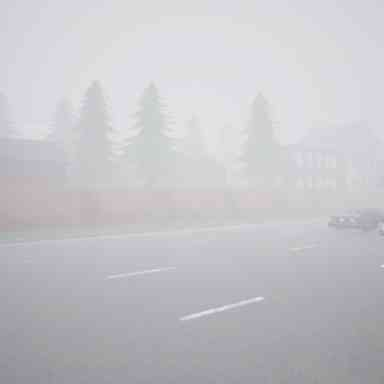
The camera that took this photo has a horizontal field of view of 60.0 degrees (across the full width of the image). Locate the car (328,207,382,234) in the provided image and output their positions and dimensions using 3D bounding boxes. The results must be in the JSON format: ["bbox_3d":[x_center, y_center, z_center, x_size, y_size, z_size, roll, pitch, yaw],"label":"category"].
[{"bbox_3d":[10.229,1.595,19.650,5.357,1.411,2.033,0,0,-36],"label":"car"}]

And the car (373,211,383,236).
[{"bbox_3d":[10.891,1.644,15.824,4.718,1.301,1.895,0,0,-36],"label":"car"}]
